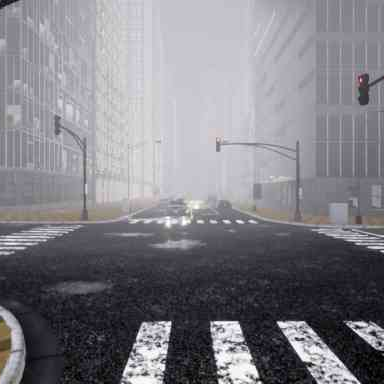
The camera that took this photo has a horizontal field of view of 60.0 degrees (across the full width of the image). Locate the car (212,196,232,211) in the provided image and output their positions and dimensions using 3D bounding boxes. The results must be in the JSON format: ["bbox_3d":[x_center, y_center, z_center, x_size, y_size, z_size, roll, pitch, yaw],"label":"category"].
[{"bbox_3d":[3.928,1.579,41.765,1.947,1.339,4.313,0,0,0],"label":"car"}]

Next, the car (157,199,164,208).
[{"bbox_3d":[-4.025,1.592,47.258,1.802,1.307,4.206,0,0,0],"label":"car"}]

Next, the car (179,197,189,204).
[{"bbox_3d":[-1.548,1.595,66.940,1.895,1.301,4.718,0,0,0],"label":"car"}]

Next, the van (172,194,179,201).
[{"bbox_3d":[-4.188,1.314,85.951,1.690,1.788,3.998,0,0,0],"label":"van"}]

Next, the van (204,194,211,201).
[{"bbox_3d":[3.716,1.320,80.457,1.690,1.788,3.998,0,0,0],"label":"van"}]

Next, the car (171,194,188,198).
[{"bbox_3d":[-1.553,1.488,46.202,1.882,1.535,5.008,0,0,0],"label":"car"}]

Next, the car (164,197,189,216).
[{"bbox_3d":[-1.500,1.542,33.069,1.812,1.442,4.674,0,0,0],"label":"car"}]

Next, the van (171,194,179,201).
[{"bbox_3d":[-4.165,1.320,80.424,1.690,1.788,3.998,0,0,0],"label":"van"}]

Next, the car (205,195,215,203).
[{"bbox_3d":[3.762,1.432,69.402,1.967,1.590,4.097,0,0,0],"label":"car"}]

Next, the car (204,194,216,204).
[{"bbox_3d":[3.786,1.312,63.873,2.192,1.841,5.009,0,0,0],"label":"car"}]
